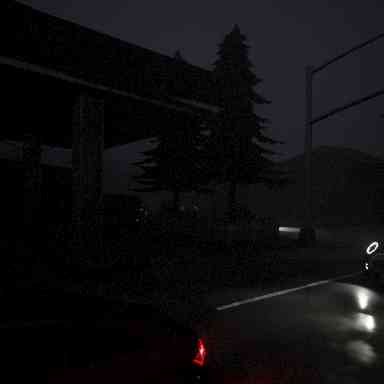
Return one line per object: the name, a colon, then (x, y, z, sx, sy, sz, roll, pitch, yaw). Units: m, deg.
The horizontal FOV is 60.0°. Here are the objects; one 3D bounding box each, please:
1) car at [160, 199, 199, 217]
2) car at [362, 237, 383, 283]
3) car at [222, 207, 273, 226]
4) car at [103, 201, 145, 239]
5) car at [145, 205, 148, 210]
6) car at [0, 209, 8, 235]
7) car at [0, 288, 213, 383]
car: (-1.322, 1.539, 32.667, 2.097, 1.767, 4.553, 1, 0, -36)
car: (6.503, 1.427, 8.725, 4.553, 1.767, 2.097, 1, 0, -34)
car: (4.097, 1.814, 25.028, 1.994, 1.385, 4.181, 1, 0, -35)
car: (-4.521, 1.445, 18.297, 1.905, 1.878, 3.866, 1, 0, -36)
car: (-7.471, 1.662, 41.331, 2.033, 1.411, 5.357, 1, 0, -35)
car: (-11.653, 1.520, 18.479, 2.242, 1.667, 4.611, 1, 0, -36)
car: (-1.843, 1.620, 2.692, 4.181, 1.385, 1.994, 1, -1, -36)
